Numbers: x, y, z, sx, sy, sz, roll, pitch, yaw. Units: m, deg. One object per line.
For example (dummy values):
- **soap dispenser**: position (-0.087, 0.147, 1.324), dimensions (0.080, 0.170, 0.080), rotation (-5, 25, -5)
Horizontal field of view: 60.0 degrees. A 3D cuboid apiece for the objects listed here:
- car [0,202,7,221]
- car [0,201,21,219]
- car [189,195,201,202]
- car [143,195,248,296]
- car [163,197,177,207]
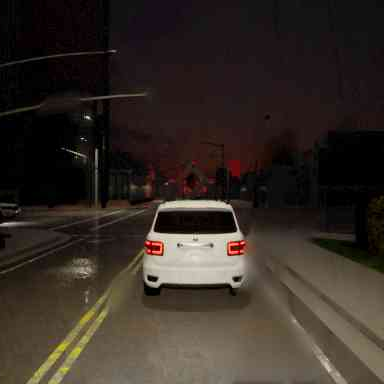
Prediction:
- **car**: position (-16.215, 1.667, 24.044), dimensions (4.181, 1.385, 1.994), rotation (-1, 0, 0)
- **car**: position (-17.293, 1.339, 27.540), dimensions (5.566, 2.045, 2.150), rotation (-1, 0, 0)
- **car**: position (0.852, 1.465, 78.667), dimensions (1.882, 1.535, 5.008), rotation (0, 0, 12)
- **car**: position (0.081, 1.221, 8.796), dimensions (2.150, 2.045, 5.566), rotation (0, 0, 0)
- **car**: position (-3.521, 1.564, 52.941), dimensions (1.994, 1.385, 4.181), rotation (0, 0, 0)
